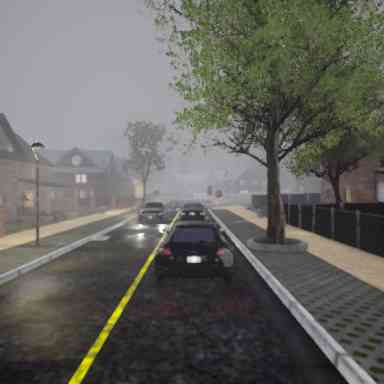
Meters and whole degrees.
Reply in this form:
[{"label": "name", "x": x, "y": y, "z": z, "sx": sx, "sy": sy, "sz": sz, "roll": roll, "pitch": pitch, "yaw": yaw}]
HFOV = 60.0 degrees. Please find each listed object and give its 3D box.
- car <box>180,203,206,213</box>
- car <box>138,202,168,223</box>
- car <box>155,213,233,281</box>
[{"label": "car", "x": 0.061, "y": 1.480, "z": 24.498, "sx": 2.033, "sy": 1.411, "sz": 5.357, "roll": 0, "pitch": 0, "yaw": 0}, {"label": "car", "x": -2.838, "y": 1.457, "z": 24.997, "sx": 1.812, "sy": 1.442, "sz": 4.674, "roll": 0, "pitch": 0, "yaw": 0}, {"label": "car", "x": 0.061, "y": 1.537, "z": 9.765, "sx": 1.994, "sy": 1.385, "sz": 4.181, "roll": 0, "pitch": 0, "yaw": 0}]
